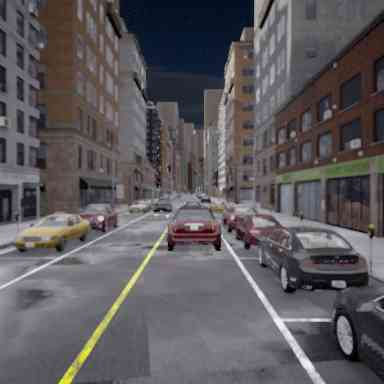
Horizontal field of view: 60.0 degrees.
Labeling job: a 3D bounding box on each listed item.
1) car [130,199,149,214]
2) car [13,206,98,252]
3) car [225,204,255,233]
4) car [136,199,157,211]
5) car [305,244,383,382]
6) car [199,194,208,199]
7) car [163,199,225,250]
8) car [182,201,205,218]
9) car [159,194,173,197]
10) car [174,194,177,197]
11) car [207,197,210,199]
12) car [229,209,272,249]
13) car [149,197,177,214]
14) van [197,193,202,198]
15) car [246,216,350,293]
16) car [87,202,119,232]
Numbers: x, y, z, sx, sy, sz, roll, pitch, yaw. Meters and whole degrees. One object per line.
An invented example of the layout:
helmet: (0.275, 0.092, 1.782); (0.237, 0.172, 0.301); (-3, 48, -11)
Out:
car: (-5.658, 1.549, 36.136); (1.752, 1.417, 4.829); (0, 0, 0)
car: (-5.665, 1.533, 14.033); (1.752, 1.417, 4.829); (0, 0, 0)
car: (2.862, 1.451, 19.725); (1.967, 1.590, 4.097); (0, 0, 0)
car: (-5.656, 1.580, 41.831); (2.008, 1.369, 4.403); (0, 0, 0)
car: (2.857, 1.553, 3.148); (2.008, 1.369, 4.403); (0, 0, 0)
car: (2.879, 1.605, 68.602); (1.887, 1.381, 4.507); (0, 0, 0)
car: (0.094, 1.360, 14.528); (2.097, 1.767, 4.553); (0, 0, 0)
car: (0.101, 1.583, 30.731); (1.994, 1.385, 4.181); (0, 0, 0)
car: (-5.648, 1.375, 68.605); (2.192, 1.841, 5.009); (0, 0, 0)
car: (-5.642, 1.522, 85.109); (1.967, 1.590, 4.097); (0, 0, 0)
car: (2.868, 1.549, 36.472); (1.752, 1.417, 4.829); (0, 0, 0)
car: (2.861, 1.590, 14.199); (1.802, 1.307, 4.206); (0, 0, 0)
car: (-3.072, 1.571, 36.138); (2.033, 1.411, 5.357); (0, 0, 0)
van: (2.883, 1.423, 85.106); (1.690, 1.788, 3.998); (0, 0, 0)
car: (2.859, 1.556, 8.674); (2.008, 1.369, 4.403); (0, 0, 0)
car: (-5.663, 1.452, 19.729); (1.967, 1.590, 4.097); (0, 0, 0)
